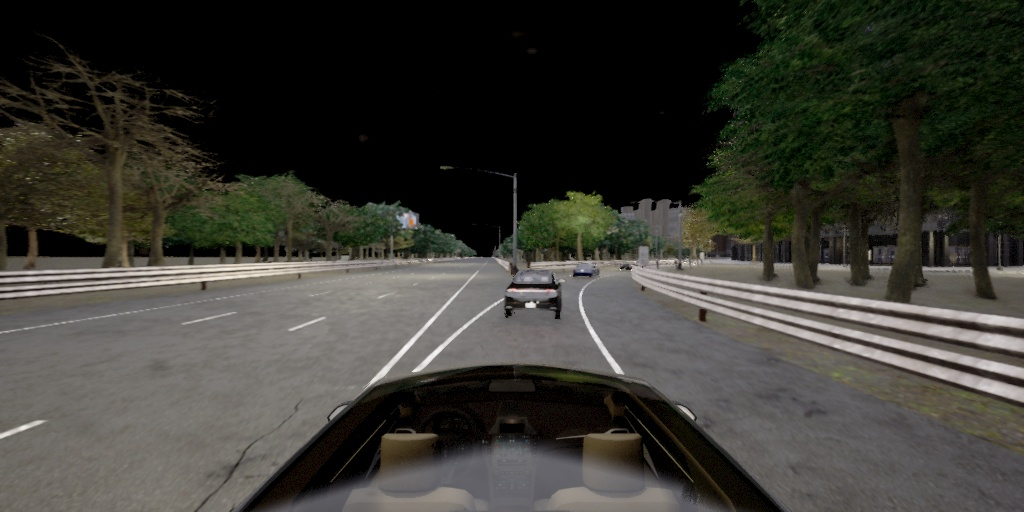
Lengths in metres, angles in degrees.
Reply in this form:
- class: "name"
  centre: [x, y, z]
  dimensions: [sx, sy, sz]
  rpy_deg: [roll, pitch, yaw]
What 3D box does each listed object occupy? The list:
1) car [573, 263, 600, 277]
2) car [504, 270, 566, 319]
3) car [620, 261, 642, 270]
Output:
- class: "car"
  centre: [7.541, 1.381, 36.019]
  dimensions: [1.994, 1.385, 4.181]
  rpy_deg: [0, 0, 25]
- class: "car"
  centre: [0.897, 1.257, 13.046]
  dimensions: [2.128, 1.511, 4.902]
  rpy_deg: [0, 0, 8]
- class: "car"
  centre: [17.727, 1.460, 53.191]
  dimensions: [1.895, 1.301, 4.718]
  rpy_deg: [0, 0, 38]
